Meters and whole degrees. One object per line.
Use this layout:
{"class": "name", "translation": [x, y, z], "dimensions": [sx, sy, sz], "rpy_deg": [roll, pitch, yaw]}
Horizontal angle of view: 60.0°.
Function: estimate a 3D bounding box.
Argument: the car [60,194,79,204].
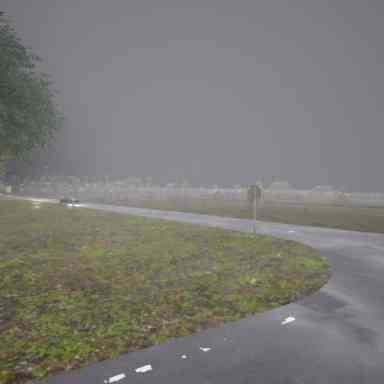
{"class": "car", "translation": [-18.501, 0.996, 50.099], "dimensions": [2.128, 1.511, 4.902], "rpy_deg": [2, -1, -35]}
